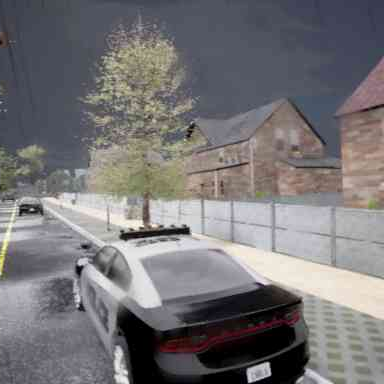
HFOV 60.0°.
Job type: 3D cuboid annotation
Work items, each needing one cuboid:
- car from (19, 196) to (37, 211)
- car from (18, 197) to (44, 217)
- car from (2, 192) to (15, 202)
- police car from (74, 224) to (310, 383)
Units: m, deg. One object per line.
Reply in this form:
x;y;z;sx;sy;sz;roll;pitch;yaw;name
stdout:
-19.419;1.293;39.384;1.812;1.442;4.674;-2;1;-27;car
-14.328;1.291;29.635;1.882;1.535;5.008;-2;1;-27;car
-38.426;0.929;69.845;2.150;2.045;5.566;-2;1;-27;car
-0.617;1.344;5.176;1.930;1.638;5.238;-2;1;-27;police car
